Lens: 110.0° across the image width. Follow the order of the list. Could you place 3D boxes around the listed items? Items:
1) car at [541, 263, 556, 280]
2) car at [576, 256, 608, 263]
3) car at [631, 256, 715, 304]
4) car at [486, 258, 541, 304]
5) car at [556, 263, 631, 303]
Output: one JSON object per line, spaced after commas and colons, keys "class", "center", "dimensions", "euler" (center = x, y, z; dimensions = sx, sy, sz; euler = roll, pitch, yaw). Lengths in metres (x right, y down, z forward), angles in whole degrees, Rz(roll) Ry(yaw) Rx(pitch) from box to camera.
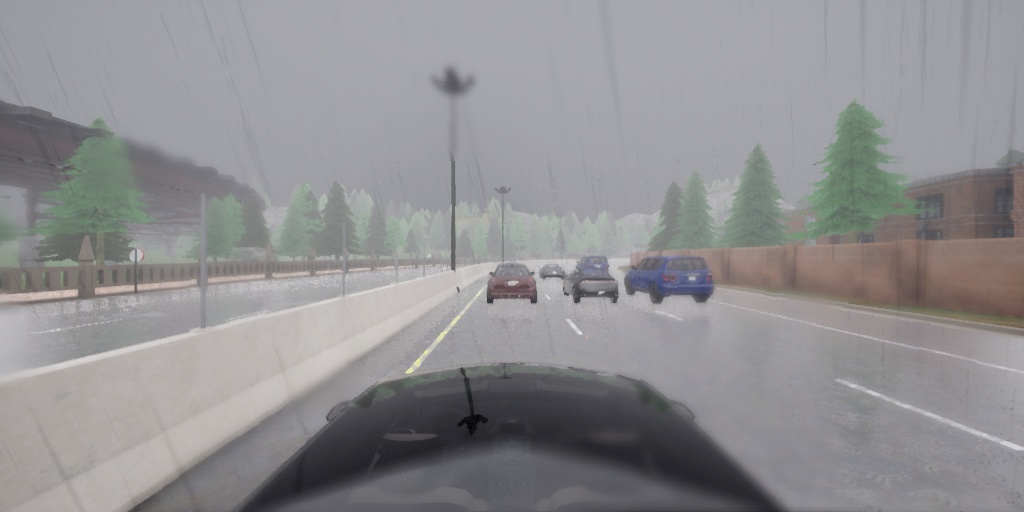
{"class": "car", "center": [3.500, 1.320, 31.500], "dimensions": [1.994, 1.385, 4.181], "euler": [0, 0, 0]}
{"class": "car", "center": [7.000, 1.005, 31.530], "dimensions": [2.150, 2.045, 5.566], "euler": [0, 0, 0]}
{"class": "car", "center": [7.000, 1.005, 16.530], "dimensions": [2.150, 2.045, 5.566], "euler": [0, 0, 0]}
{"class": "car", "center": [0.000, 1.113, 16.470], "dimensions": [2.097, 1.767, 4.553], "euler": [0, 0, 0]}
{"class": "car", "center": [3.500, 1.242, 16.500], "dimensions": [2.128, 1.511, 4.902], "euler": [0, 0, 0]}
